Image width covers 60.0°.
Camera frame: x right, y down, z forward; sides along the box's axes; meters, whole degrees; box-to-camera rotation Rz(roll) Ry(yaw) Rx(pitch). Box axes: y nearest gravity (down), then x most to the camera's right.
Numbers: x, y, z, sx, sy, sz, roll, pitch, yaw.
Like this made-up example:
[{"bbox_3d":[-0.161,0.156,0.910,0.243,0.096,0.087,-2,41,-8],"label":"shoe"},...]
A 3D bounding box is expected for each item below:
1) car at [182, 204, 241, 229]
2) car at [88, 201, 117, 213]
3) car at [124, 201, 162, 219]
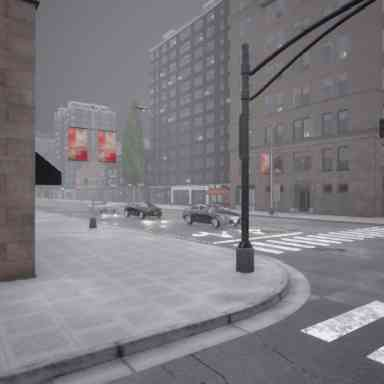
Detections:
[{"bbox_3d":[1.246,1.553,22.524,2.128,1.511,4.902,0,0,-36],"label":"car"},{"bbox_3d":[-10.480,1.740,38.868,1.895,1.301,4.718,0,0,-36],"label":"car"},{"bbox_3d":[-4.578,1.578,30.634,1.882,1.535,5.008,0,0,-35],"label":"car"}]
